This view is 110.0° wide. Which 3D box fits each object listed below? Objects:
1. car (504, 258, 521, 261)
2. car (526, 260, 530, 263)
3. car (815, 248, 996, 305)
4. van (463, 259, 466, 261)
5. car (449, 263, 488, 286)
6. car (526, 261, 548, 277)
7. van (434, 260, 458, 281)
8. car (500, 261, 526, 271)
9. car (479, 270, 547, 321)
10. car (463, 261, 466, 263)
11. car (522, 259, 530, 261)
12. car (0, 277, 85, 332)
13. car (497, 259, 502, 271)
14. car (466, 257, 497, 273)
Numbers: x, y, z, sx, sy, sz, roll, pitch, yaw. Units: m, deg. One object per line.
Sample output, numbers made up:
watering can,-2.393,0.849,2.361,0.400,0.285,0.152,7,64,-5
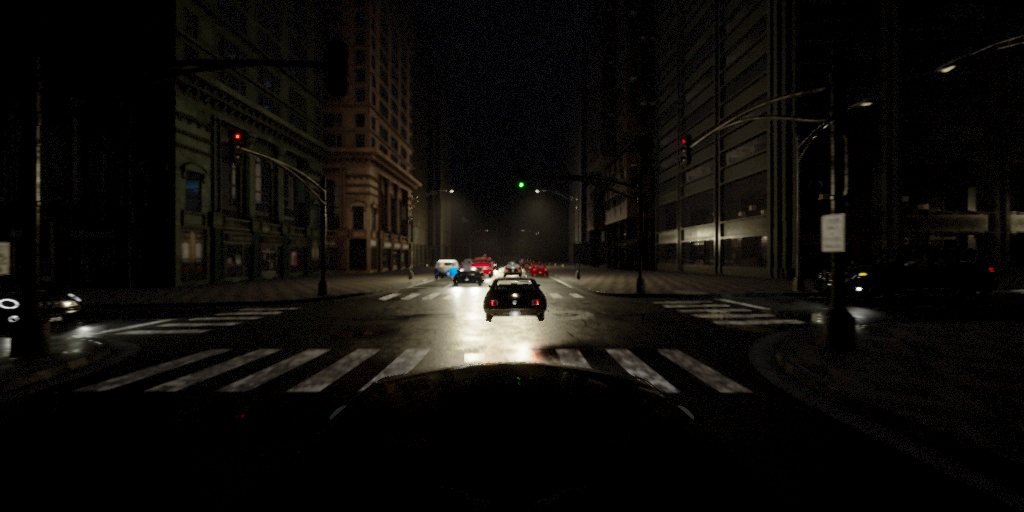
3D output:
car,0.050,1.565,61.637,2.128,1.511,4.902,0,0,0
car,2.779,1.512,42.924,1.888,1.381,4.507,0,0,0
car,15.335,0.741,14.165,5.566,2.045,2.150,-1,0,0
van,-5.773,1.340,48.467,1.690,1.789,3.998,0,0,0
car,-3.089,1.441,26.505,1.994,1.385,4.181,0,0,0
car,2.780,1.481,37.399,1.888,1.381,4.507,0,0,0
van,-5.776,1.247,31.893,1.690,1.789,3.998,0,0,0
car,0.099,1.481,37.028,2.033,1.411,5.357,0,0,0
car,0.085,1.386,12.699,1.895,1.301,4.718,-1,0,0
car,-5.775,1.482,37.418,1.888,1.381,4.507,0,0,0
car,2.777,1.555,54.145,1.751,1.417,4.829,0,0,0
car,-16.414,1.414,11.113,4.553,1.767,2.097,-1,0,-1
car,-3.026,1.592,56.526,2.033,1.411,5.357,0,0,1
car,-3.085,1.160,37.598,2.150,2.045,5.566,0,0,0
